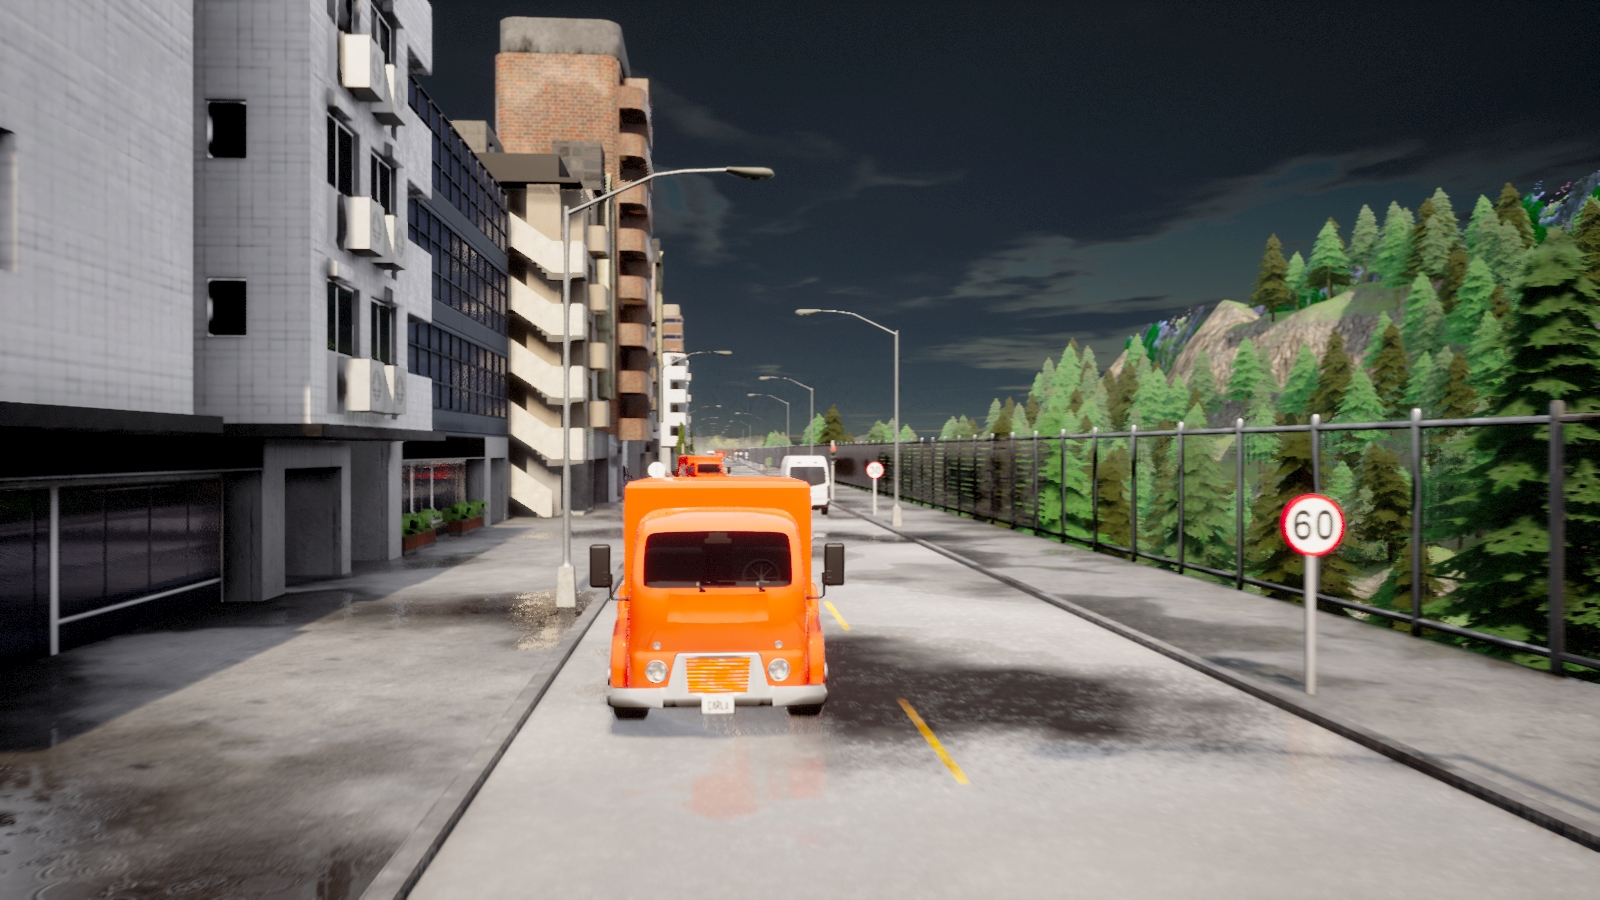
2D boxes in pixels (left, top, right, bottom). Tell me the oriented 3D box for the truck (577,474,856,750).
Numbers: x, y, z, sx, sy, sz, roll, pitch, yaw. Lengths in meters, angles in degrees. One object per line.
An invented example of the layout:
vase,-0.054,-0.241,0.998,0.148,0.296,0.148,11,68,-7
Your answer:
truck,-0.959,1.568,13.375,2.627,2.467,5.204,0,0,-4

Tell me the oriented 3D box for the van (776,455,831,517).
van,0.095,1.535,51.101,1.988,2.561,5.915,0,0,-4

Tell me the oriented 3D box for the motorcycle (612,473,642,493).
motorcycle,-11.379,2.147,75.023,1.805,1.316,0.856,0,-2,-20

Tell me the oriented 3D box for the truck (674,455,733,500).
truck,-5.686,1.571,66.737,2.627,2.467,5.204,0,0,-14
